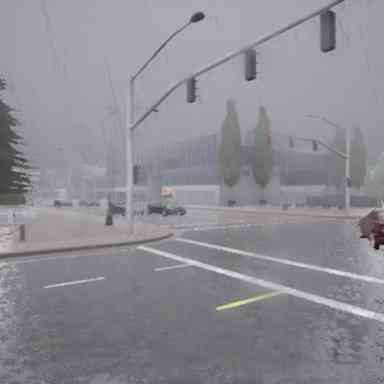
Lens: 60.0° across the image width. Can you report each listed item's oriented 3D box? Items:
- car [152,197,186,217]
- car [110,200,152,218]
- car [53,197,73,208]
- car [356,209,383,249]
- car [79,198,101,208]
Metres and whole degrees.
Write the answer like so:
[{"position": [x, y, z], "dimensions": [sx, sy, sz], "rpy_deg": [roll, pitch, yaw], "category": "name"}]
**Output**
[{"position": [-2.469, 1.343, 31.625], "dimensions": [2.097, 1.767, 4.553], "rpy_deg": [0, 0, -36], "category": "car"}, {"position": [-6.035, 1.483, 30.593], "dimensions": [2.128, 1.511, 4.902], "rpy_deg": [0, 0, -36], "category": "car"}, {"position": [-18.812, 1.517, 48.527], "dimensions": [1.812, 1.442, 4.674], "rpy_deg": [0, 0, -35], "category": "car"}, {"position": [8.444, 1.470, 14.220], "dimensions": [1.882, 1.535, 5.008], "rpy_deg": [1, 0, 17], "category": "car"}, {"position": [-15.334, 1.537, 49.660], "dimensions": [2.033, 1.411, 5.357], "rpy_deg": [0, 0, -35], "category": "car"}]
